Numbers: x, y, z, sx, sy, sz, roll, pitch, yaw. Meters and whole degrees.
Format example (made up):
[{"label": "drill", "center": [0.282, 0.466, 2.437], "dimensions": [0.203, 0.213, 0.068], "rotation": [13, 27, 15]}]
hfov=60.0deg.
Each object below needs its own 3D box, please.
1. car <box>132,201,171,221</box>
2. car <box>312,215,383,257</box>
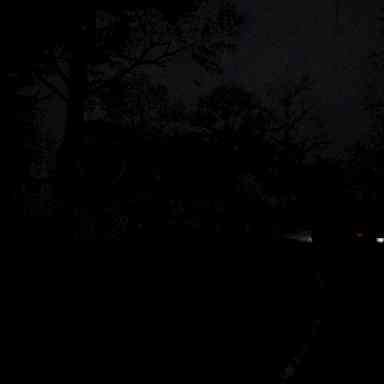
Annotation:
[{"label": "car", "center": [-4.238, 1.572, 27.845], "dimensions": [5.008, 1.535, 1.882], "rotation": [-2, -2, 24]}, {"label": "car", "center": [6.275, 1.568, 13.052], "dimensions": [1.994, 1.385, 4.181], "rotation": [-1, 0, 0]}]
